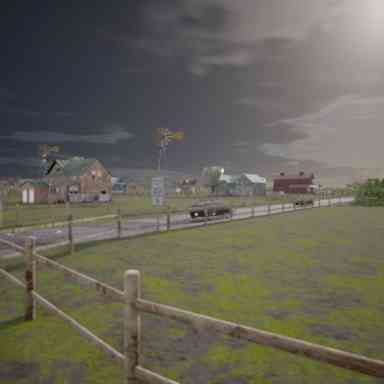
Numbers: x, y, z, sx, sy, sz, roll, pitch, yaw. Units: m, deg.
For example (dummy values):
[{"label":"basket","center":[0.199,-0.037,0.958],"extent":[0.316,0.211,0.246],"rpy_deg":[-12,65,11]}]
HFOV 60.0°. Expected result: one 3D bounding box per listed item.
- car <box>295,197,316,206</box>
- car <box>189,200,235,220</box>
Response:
[{"label":"car","center":[16.460,1.360,48.224],"extent":[1.895,1.301,4.718],"rpy_deg":[-1,0,34]},{"label":"car","center":[1.692,1.385,26.593],"extent":[1.837,1.490,4.892],"rpy_deg":[-1,0,34]}]
